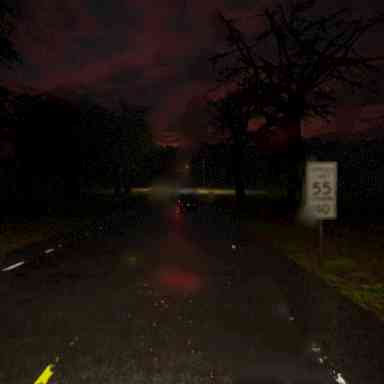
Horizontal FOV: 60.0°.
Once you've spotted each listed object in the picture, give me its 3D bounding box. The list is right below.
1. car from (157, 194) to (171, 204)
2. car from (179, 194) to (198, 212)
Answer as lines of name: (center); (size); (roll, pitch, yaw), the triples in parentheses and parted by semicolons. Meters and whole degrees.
car: (-4.093, 0.980, 49.040); (2.033, 1.411, 5.357); (-1, 1, -1)
car: (-0.367, 1.232, 34.083); (2.033, 1.411, 5.357); (-1, 1, 0)
